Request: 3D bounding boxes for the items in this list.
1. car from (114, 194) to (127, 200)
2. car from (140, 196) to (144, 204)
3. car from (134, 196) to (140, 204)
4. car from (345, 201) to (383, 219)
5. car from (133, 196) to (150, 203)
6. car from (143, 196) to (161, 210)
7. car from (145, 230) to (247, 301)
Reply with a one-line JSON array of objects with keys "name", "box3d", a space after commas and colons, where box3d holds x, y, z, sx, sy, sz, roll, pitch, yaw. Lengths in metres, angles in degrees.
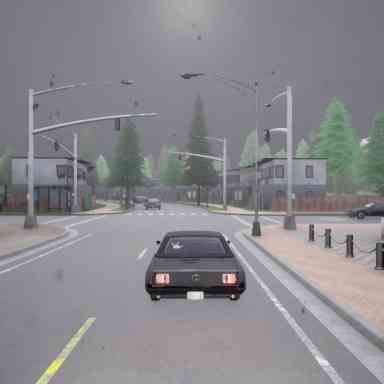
[{"name": "car", "box3d": [-16.935, 1.322, 79.949, 4.674, 1.442, 1.812, 0, 0, 45]}, {"name": "car", "box3d": [-6.448, 1.513, 51.979, 2.033, 1.411, 5.357, 0, 0, -14]}, {"name": "car", "box3d": [-9.661, 1.470, 61.431, 1.837, 1.490, 4.892, 0, 0, -23]}, {"name": "car", "box3d": [15.416, 1.510, 28.006, 4.674, 1.442, 1.812, 0, 0, 1]}, {"name": "car", "box3d": [-10.935, 1.505, 71.886, 1.994, 1.385, 4.181, 0, 0, -36]}, {"name": "car", "box3d": [-4.929, 1.491, 42.409, 1.812, 1.442, 4.674, 0, 0, -6]}, {"name": "car", "box3d": [0.036, 1.601, 8.285, 1.895, 1.301, 4.718, 0, 0, -1]}]
